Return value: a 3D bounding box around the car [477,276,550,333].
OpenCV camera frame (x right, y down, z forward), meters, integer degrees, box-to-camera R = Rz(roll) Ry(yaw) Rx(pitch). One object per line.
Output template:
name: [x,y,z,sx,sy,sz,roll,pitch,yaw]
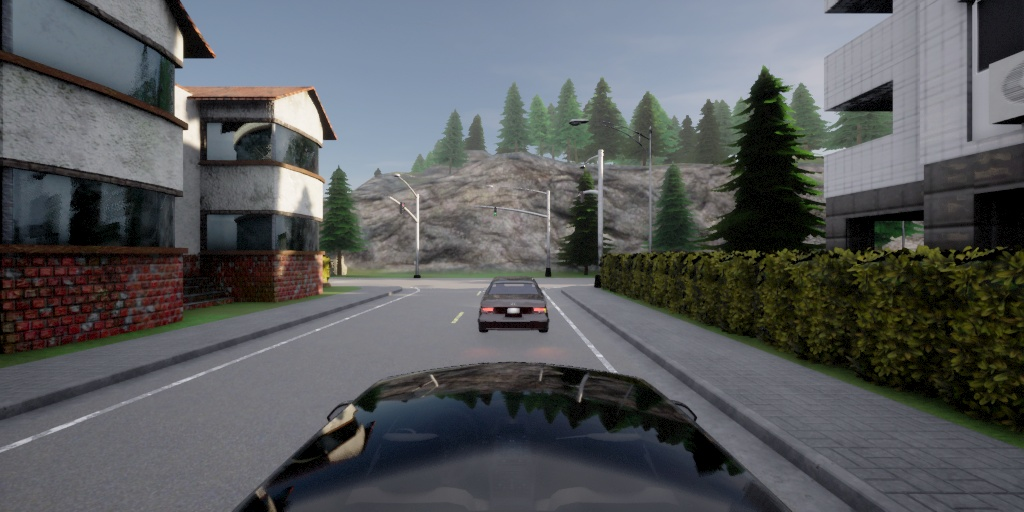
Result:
car: [0.052,1.297,10.729,2.033,1.411,5.357,0,0,0]
